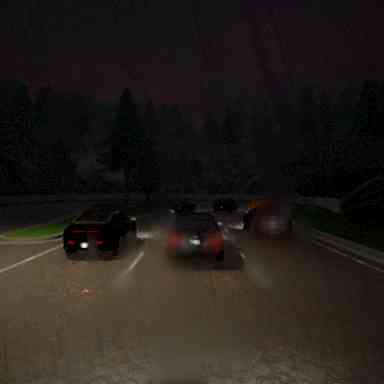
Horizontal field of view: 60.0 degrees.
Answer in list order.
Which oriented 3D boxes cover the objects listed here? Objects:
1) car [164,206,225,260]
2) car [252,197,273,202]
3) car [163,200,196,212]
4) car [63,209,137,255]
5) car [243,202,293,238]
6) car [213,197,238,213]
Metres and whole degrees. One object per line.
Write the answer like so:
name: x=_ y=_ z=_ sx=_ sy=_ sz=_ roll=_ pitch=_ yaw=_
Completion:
car: x=0.118 y=1.463 z=11.960 sx=2.033 sy=1.411 sz=5.357 roll=0 pitch=0 yaw=1
car: x=7.081 y=1.242 z=33.482 sx=1.882 sy=1.535 sz=5.008 roll=0 pitch=0 yaw=16
car: x=-1.045 y=1.387 z=30.484 sx=1.895 sy=1.301 sz=4.718 roll=0 pitch=0 yaw=15
car: x=-3.364 y=1.413 z=12.913 sx=1.837 sy=1.490 sz=4.892 roll=0 pitch=0 yaw=1
car: x=3.776 y=1.443 z=17.087 sx=1.994 sy=1.385 sz=4.181 roll=0 pitch=0 yaw=2
car: x=3.458 y=1.242 z=33.496 sx=1.882 sy=1.535 sz=5.008 roll=0 pitch=0 yaw=16
